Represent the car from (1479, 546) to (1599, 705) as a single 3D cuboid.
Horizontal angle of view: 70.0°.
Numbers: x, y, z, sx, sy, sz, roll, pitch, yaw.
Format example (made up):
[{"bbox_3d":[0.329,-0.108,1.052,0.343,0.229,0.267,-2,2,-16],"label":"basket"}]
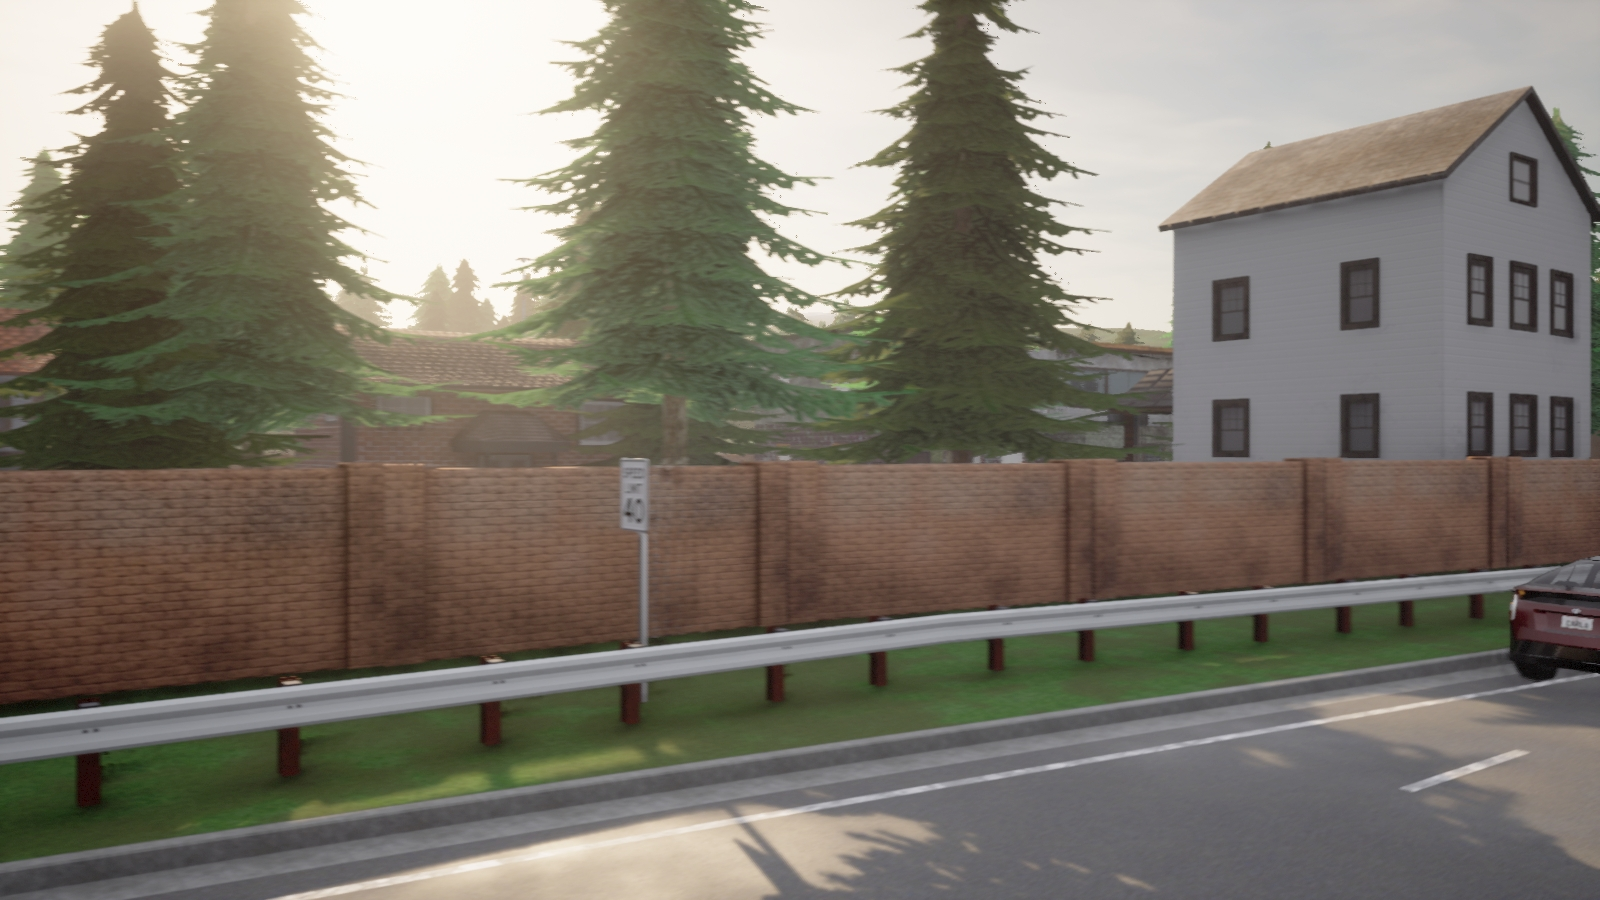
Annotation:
[{"bbox_3d":[10.551,2.040,13.985,4.514,1.525,2.007,0,0,-32],"label":"car"}]
